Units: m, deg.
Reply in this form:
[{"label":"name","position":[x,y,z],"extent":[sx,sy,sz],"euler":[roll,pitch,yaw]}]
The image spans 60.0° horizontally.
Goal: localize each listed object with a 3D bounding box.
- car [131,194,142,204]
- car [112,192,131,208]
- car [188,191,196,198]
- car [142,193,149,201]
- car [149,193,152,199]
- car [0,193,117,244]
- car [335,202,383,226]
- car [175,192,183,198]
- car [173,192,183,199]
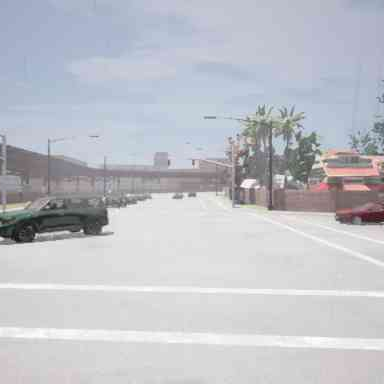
[{"label":"car","position":[-10.445,1.286,56.527],"extent":[2.033,1.411,5.357],"euler":[0,1,0]},{"label":"car","position":[-10.509,1.082,46.405],"extent":[2.150,2.045,5.566],"euler":[0,1,1]},{"label":"car","position":[0.084,0.519,86.839],"extent":[2.097,1.767,4.553],"euler":[0,1,0]},{"label":"car","position":[-10.436,1.142,66.245],"extent":[1.994,1.385,4.181],"euler":[0,1,0]},{"label":"car","position":[-10.426,0.897,76.577],"extent":[1.812,1.442,4.674],"euler":[0,1,0]},{"label":"car","position":[-6.789,1.219,16.376],"extent":[2.150,2.045,5.566],"euler":[-1,0,43]},{"label":"car","position":[12.612,1.486,23.218],"extent":[5.008,1.535,1.882],"euler":[0,0,-2]},{"label":"car","position":[-3.416,0.709,87.201],"extent":[1.994,1.385,4.181],"euler":[0,1,0]},{"label":"car","position":[-3.425,0.963,76.883],"extent":[1.895,1.301,4.718],"euler":[0,1,0]}]
